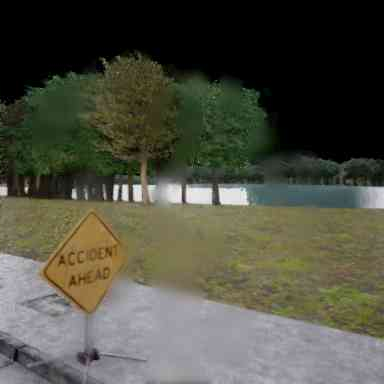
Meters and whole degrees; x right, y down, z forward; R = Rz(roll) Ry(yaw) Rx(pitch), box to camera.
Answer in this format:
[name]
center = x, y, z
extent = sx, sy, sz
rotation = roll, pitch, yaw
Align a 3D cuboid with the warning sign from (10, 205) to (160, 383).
[warning sign]
center = -1.222, 1.117, 3.950
extent = 1.060, 1.860, 1.300
rotation = 1, 0, 36
